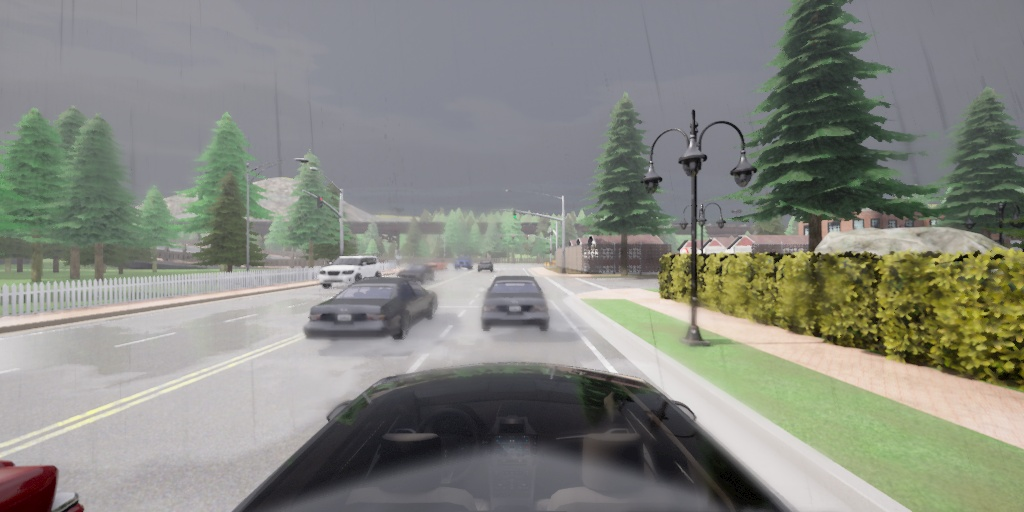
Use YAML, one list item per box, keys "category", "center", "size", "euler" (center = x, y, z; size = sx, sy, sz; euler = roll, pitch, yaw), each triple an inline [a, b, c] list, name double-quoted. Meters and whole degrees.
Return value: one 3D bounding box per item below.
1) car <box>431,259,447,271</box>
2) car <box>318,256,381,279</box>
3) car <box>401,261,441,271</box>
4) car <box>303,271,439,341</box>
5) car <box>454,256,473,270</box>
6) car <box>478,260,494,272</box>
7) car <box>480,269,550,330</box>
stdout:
- category: "car"
  center: [-10.528, 1.145, 50.310]
  size: [2.097, 1.767, 4.553]
  euler: [0, 0, 0]
- category: "car"
  center: [-10.598, 0.991, 23.960]
  size: [2.150, 2.045, 5.566]
  euler: [0, 0, 0]
- category: "car"
  center: [-7.099, 1.320, 27.020]
  size: [2.033, 1.411, 5.357]
  euler: [0, 0, 0]
- category: "car"
  center: [-3.415, 1.305, 9.842]
  size: [2.033, 1.411, 5.357]
  euler: [0, 0, 0]
- category: "car"
  center: [-7.003, 1.022, 52.686]
  size: [2.150, 2.045, 5.566]
  euler: [0, 0, 0]
- category: "car"
  center: [-3.396, 1.282, 46.652]
  size: [2.128, 1.511, 4.902]
  euler: [0, 0, 0]
- category: "car"
  center: [0.087, 1.306, 11.065]
  size: [2.033, 1.411, 5.357]
  euler: [0, 0, 0]
